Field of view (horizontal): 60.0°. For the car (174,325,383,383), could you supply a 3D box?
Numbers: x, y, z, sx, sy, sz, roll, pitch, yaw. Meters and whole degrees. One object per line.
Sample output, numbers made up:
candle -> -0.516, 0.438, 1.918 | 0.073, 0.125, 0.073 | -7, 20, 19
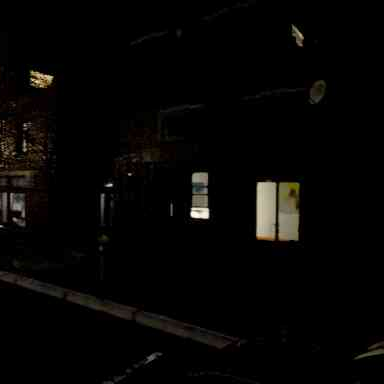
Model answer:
car -> 1.588, 1.441, 1.721 | 4.097, 1.590, 1.967 | 0, 1, 36
